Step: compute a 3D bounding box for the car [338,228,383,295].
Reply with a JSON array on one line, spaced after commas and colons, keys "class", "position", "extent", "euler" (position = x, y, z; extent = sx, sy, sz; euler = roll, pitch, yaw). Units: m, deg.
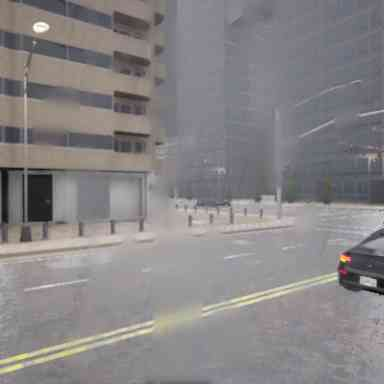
[{"class": "car", "position": [5.135, 1.473, 7.457], "extent": [4.674, 1.442, 1.812], "euler": [0, 0, -35]}]

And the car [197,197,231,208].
[{"class": "car", "position": [2.739, 1.323, 42.940], "extent": [2.033, 1.411, 5.357], "euler": [0, 0, -35]}]
